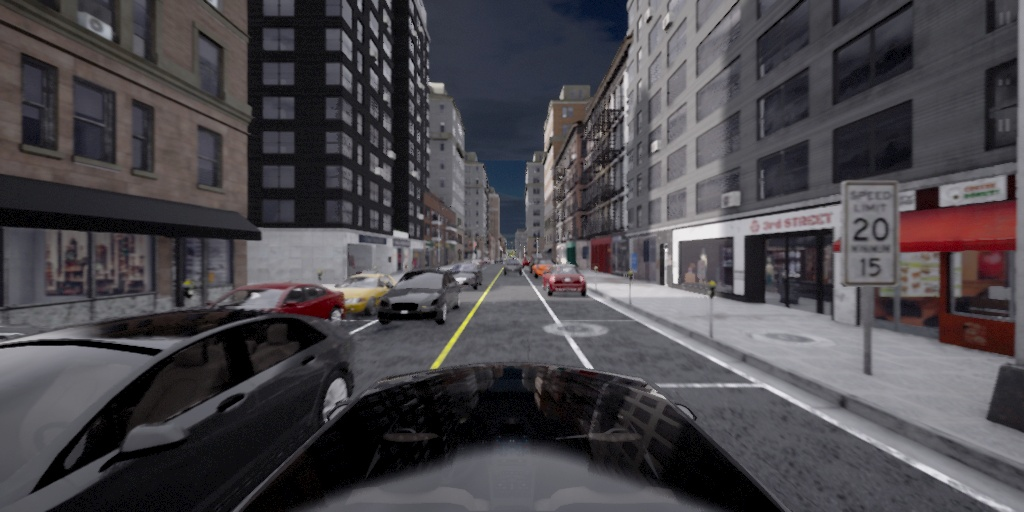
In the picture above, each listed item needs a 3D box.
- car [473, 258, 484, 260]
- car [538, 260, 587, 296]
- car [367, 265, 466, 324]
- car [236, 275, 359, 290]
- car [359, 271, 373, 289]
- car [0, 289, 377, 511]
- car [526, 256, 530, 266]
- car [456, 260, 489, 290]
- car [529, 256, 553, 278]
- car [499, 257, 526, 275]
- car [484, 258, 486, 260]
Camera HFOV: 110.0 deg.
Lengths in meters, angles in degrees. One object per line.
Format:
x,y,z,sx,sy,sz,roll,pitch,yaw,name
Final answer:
-5.401,1.147,51.456,1.751,1.417,4.829,0,0,0,car
2.633,1.148,18.898,1.967,1.591,4.097,0,0,0,car
-2.855,1.230,11.932,1.837,1.490,4.892,0,0,0,car
-5.389,1.280,7.996,1.888,1.381,4.507,0,0,0,car
-5.391,1.246,13.279,1.751,1.417,4.829,0,0,0,car
-2.850,1.253,2.587,1.837,1.490,4.892,0,0,0,car
2.978,1.007,39.552,2.097,1.767,4.553,0,0,0,car
-2.842,1.191,22.166,2.128,1.511,4.902,0,0,0,car
2.980,1.025,32.552,2.097,1.767,4.553,0,0,0,car
0.090,1.152,37.279,2.128,1.511,4.902,0,0,0,car
-5.402,1.192,57.079,1.802,1.307,4.207,0,0,0,car
